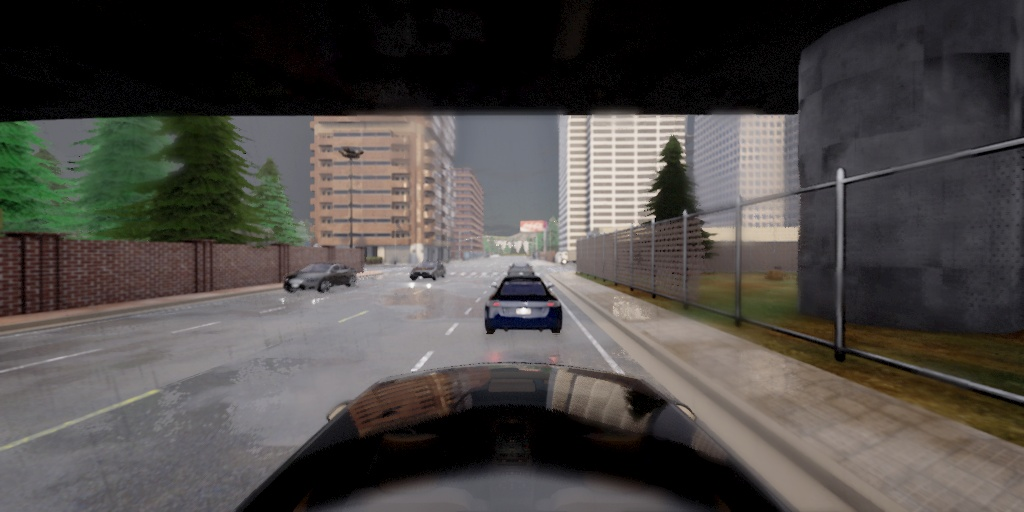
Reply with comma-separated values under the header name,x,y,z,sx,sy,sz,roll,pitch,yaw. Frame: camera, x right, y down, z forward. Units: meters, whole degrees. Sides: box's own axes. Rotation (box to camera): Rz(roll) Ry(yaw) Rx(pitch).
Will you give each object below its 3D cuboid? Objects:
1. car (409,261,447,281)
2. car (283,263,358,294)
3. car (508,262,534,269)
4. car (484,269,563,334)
name,x,y,z,sx,sy,sz,roll,pitch,yaw
car,-6.416,1.120,28.081,2.033,1.411,5.357,0,0,1
car,-10.189,1.120,19.440,2.128,1.511,4.902,0,0,2
car,0.643,1.150,26.372,1.994,1.385,4.181,0,0,1
car,0.306,1.256,10.439,1.994,1.385,4.181,0,0,1
